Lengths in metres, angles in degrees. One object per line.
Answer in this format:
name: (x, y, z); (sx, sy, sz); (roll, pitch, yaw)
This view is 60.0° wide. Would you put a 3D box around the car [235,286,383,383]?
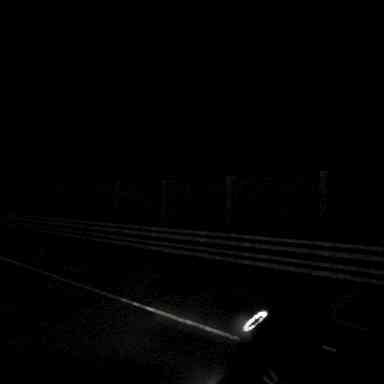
car: (2.655, 1.526, 3.245); (4.553, 1.767, 2.097); (-1, -3, 42)
